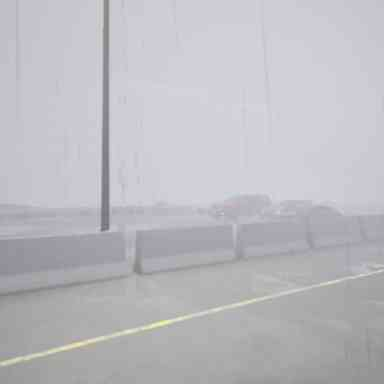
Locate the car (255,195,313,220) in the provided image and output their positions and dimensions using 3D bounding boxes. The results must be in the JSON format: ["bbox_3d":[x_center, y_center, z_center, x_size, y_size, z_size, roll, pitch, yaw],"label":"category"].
[{"bbox_3d":[7.341,1.338,24.715,4.553,1.767,2.097,0,0,-28],"label":"car"}]

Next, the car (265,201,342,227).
[{"bbox_3d":[7.219,1.498,20.689,4.892,1.490,1.837,0,0,-29],"label":"car"}]

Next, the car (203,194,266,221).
[{"bbox_3d":[4.066,1.188,26.949,5.566,2.045,2.150,0,0,-29],"label":"car"}]

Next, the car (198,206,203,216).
[{"bbox_3d":[2.908,1.432,30.281,5.008,1.535,1.882,0,0,-29],"label":"car"}]
